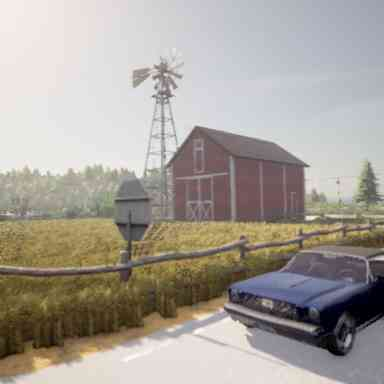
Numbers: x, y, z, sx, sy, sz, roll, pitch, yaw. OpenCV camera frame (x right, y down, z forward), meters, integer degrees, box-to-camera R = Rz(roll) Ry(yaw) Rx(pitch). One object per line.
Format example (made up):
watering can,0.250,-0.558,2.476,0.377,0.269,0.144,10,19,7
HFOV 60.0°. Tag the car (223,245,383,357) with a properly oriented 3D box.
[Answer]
car,2.799,1.810,6.562,4.718,1.301,1.895,1,-3,-42
